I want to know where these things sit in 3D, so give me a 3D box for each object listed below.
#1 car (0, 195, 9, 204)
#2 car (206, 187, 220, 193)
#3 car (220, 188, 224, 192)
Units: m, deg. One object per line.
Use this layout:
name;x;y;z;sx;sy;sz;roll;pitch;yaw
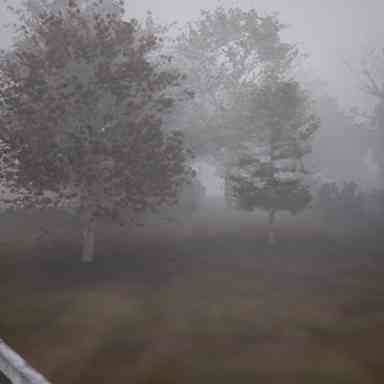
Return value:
car;-36.703;1.305;61.621;4.553;1.767;2.097;0;0;21
car;3.974;-0.320;87.265;5.366;1.575;1.946;-4;2;-32
car;8.864;-0.893;90.358;5.566;2.045;2.435;-4;2;-32
